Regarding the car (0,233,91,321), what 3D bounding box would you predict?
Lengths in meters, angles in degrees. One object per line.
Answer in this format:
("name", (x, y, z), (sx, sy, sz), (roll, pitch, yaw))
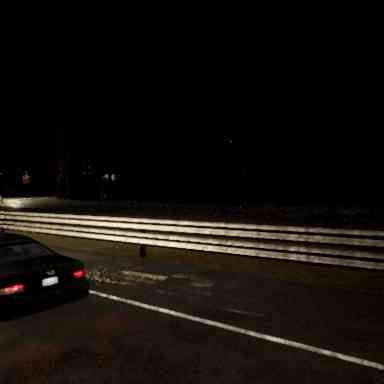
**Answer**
("car", (-4.503, 1.622, 7.216), (5.357, 1.411, 2.033), (-1, 0, 35))
